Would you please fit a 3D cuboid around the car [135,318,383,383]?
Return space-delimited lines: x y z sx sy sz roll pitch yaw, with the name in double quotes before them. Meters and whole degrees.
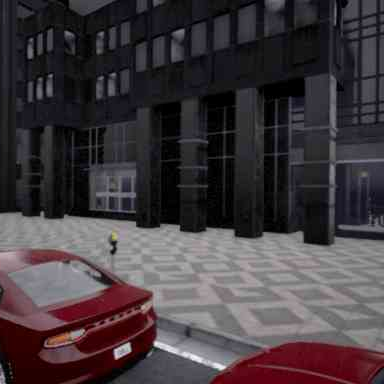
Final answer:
"car" 2.048 1.552 1.500 4.507 1.381 1.887 1 0 36

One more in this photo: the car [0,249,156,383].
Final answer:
"car" -2.540 1.503 4.774 4.507 1.381 1.887 1 0 36
